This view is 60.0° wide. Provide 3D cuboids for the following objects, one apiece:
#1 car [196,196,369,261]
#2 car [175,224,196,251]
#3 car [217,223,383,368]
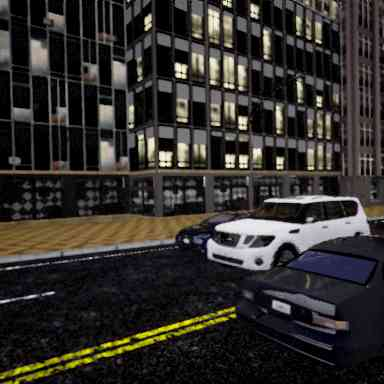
[{"bbox_3d":[3.086,1.148,9.875,5.566,2.045,2.150,-1,0,-35],"label":"car"},{"bbox_3d":[1.431,1.488,12.685,4.181,1.385,1.994,-1,0,-35],"label":"car"},{"bbox_3d":[3.184,1.495,5.715,5.357,1.411,2.033,-1,0,-35],"label":"car"}]
